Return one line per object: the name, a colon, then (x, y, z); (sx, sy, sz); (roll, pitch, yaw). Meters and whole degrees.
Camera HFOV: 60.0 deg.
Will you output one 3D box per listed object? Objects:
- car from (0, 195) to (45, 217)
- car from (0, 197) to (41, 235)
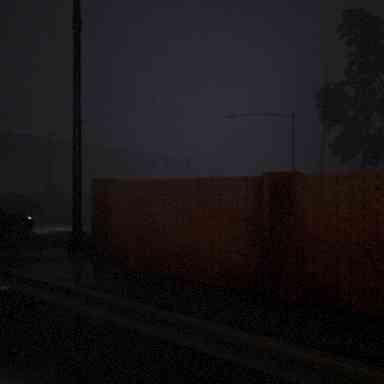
car: (-15.111, 1.349, 28.381); (2.097, 1.767, 4.553); (0, 0, 36)
car: (-10.525, 1.351, 16.839); (2.097, 1.767, 4.553); (0, 0, 34)
